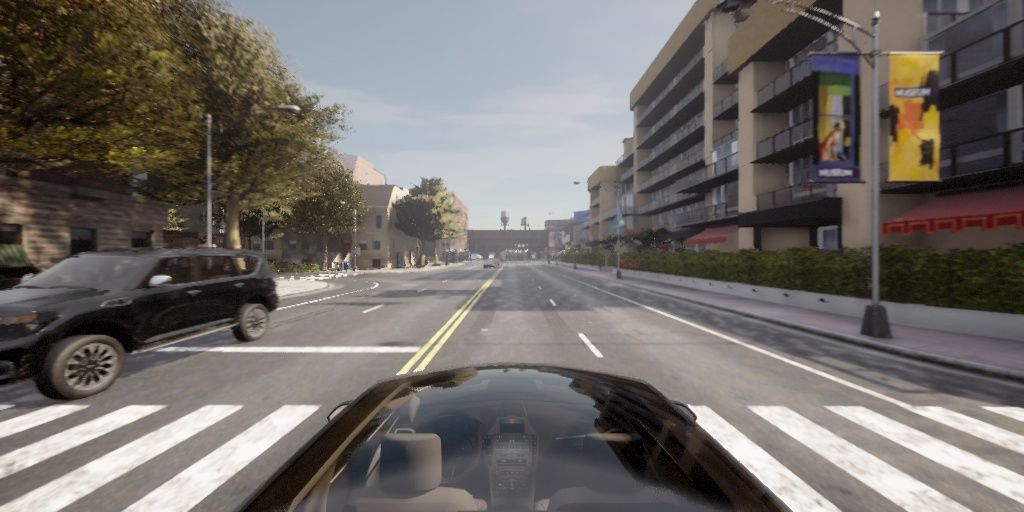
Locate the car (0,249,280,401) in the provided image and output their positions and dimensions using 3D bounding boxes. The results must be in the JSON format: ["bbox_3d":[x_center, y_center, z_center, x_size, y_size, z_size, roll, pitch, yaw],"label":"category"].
[{"bbox_3d":[-7.000,0.870,6.834,2.150,2.045,5.566,0,1,0],"label":"car"}]

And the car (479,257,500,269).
[{"bbox_3d":[-3.549,1.294,57.130,2.033,1.411,5.357,0,0,1],"label":"car"}]
